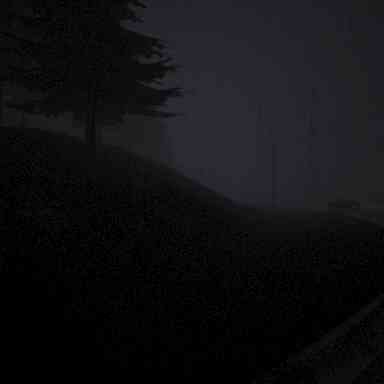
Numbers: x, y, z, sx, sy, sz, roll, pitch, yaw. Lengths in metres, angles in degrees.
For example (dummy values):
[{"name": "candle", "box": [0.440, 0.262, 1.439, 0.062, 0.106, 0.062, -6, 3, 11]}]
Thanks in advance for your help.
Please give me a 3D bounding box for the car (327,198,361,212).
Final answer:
[{"name": "car", "box": [16.679, 1.380, 36.872, 1.882, 1.535, 5.008, 0, 0, -1]}]
